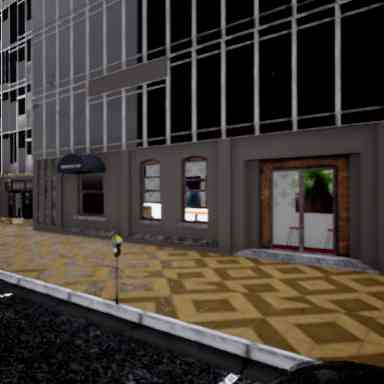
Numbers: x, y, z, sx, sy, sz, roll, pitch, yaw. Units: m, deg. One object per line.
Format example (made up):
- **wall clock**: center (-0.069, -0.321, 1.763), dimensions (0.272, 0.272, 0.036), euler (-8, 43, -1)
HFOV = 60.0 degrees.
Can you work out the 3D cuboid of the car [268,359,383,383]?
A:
- **car**: center (2.142, 1.567, 1.352), dimensions (4.313, 1.339, 1.947), euler (0, 0, 35)
